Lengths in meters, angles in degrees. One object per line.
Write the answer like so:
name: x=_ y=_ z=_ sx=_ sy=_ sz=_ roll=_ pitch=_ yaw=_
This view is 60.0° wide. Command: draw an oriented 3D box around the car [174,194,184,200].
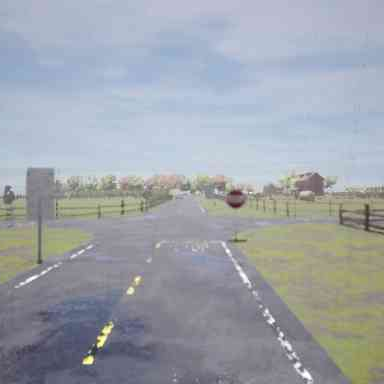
car: x=-2.886 y=1.087 z=75.684 sx=1.812 sy=1.442 sz=4.674 roll=0 pitch=0 yaw=0
